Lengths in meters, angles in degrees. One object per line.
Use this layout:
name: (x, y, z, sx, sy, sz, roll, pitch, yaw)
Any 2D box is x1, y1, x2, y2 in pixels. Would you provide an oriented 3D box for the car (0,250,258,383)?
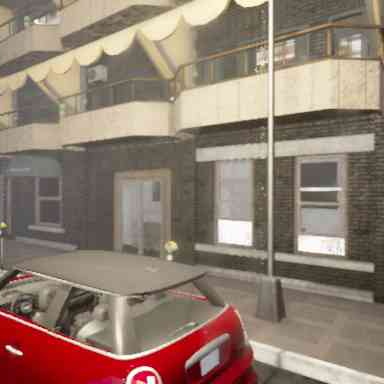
car: (-1.430, 1.429, 3.895, 4.097, 1.590, 1.967, 0, 0, 35)
